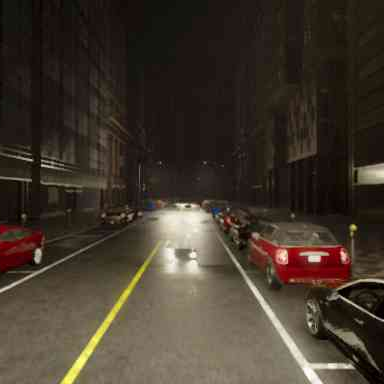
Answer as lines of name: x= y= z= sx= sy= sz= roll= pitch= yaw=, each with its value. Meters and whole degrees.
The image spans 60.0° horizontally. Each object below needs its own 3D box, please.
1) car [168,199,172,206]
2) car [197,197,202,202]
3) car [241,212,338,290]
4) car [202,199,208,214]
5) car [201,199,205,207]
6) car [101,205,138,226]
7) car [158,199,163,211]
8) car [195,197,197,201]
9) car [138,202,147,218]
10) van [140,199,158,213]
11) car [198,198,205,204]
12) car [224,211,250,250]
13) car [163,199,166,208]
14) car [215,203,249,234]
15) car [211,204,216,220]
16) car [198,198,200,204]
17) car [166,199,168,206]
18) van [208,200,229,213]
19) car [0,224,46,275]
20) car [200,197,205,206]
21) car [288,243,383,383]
car: x=-5.837 y=2.242 z=71.016 sx=1.967 sy=1.590 sz=4.097 roll=0 pitch=-1 yaw=0
car: x=2.683 y=2.410 z=76.631 sx=1.887 sy=1.381 sz=4.507 roll=0 pitch=-1 yaw=0
car: x=2.750 y=1.547 z=9.416 sx=1.967 sy=1.590 sz=4.097 roll=0 pitch=-1 yaw=0
car: x=2.717 y=2.030 z=43.022 sx=1.887 sy=1.381 sz=4.507 roll=0 pitch=-1 yaw=0
car: x=2.711 y=2.093 z=48.625 sx=1.887 sy=1.381 sz=4.507 roll=0 pitch=-1 yaw=0
car: x=-5.792 y=1.736 z=26.201 sx=1.967 sy=1.590 sz=4.097 roll=0 pitch=-1 yaw=0
car: x=-5.814 y=2.093 z=48.607 sx=1.887 sy=1.381 sz=4.507 roll=0 pitch=-1 yaw=0
car: x=2.671 y=2.307 z=87.837 sx=2.192 sy=1.841 sz=5.009 roll=0 pitch=-1 yaw=0
car: x=-5.797 y=1.904 z=31.801 sx=1.887 sy=1.381 sz=4.507 roll=0 pitch=-1 yaw=0
van: x=-5.809 y=1.827 z=43.008 sx=1.690 sy=1.788 sz=3.998 roll=0 pitch=-1 yaw=0
car: x=2.666 y=2.497 z=93.437 sx=1.967 sy=1.590 sz=4.097 roll=0 pitch=-1 yaw=0
car: x=2.745 y=1.736 z=15.015 sx=1.947 sy=1.339 sz=4.313 roll=0 pitch=-1 yaw=0
car: x=-5.820 y=2.157 z=54.209 sx=1.887 sy=1.381 sz=4.507 roll=0 pitch=-1 yaw=0
car: x=2.739 y=1.673 z=20.618 sx=1.967 sy=1.590 sz=4.097 roll=0 pitch=-1 yaw=0
car: x=2.734 y=1.878 z=26.218 sx=1.802 sy=1.307 sz=4.206 roll=0 pitch=-1 yaw=0
car: x=2.694 y=2.320 z=65.428 sx=1.802 sy=1.307 sz=4.206 roll=0 pitch=-1 yaw=0
car: x=-5.825 y=2.199 z=59.641 sx=1.752 sy=1.417 sz=4.829 roll=0 pitch=-1 yaw=0
van: x=2.727 y=1.700 z=31.822 sx=1.690 sy=1.788 sz=3.998 roll=0 pitch=-1 yaw=0
car: x=-5.775 y=1.652 z=9.395 sx=1.887 sy=1.381 sz=4.507 roll=0 pitch=-1 yaw=0
car: x=2.705 y=2.052 z=54.227 sx=1.967 sy=1.590 sz=4.097 roll=0 pitch=-1 yaw=0
car: x=2.756 y=1.610 z=3.813 sx=1.947 sy=1.339 sz=4.313 roll=0 pitch=-1 yaw=0
